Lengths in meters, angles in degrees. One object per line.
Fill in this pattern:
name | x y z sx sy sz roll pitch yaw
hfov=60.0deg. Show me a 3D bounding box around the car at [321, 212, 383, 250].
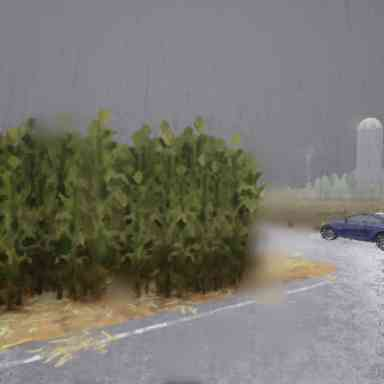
car | 7.922 1.618 14.770 1.812 1.442 4.674 2 -1 -23
